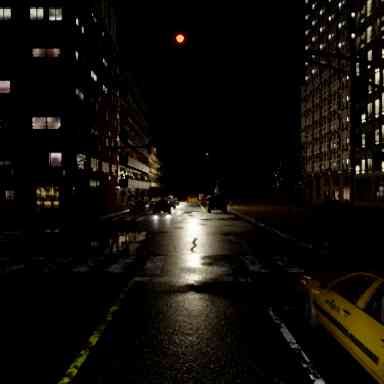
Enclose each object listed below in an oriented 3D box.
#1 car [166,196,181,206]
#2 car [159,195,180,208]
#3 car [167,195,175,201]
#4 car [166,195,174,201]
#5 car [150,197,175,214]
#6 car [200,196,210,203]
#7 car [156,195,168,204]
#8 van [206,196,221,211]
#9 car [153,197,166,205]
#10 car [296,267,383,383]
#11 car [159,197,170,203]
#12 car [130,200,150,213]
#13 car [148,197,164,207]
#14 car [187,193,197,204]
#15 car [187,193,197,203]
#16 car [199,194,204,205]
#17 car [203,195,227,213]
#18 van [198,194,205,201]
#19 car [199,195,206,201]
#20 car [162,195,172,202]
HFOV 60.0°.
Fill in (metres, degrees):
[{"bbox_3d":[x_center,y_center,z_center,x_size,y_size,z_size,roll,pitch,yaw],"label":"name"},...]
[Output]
[{"bbox_3d":[-3.053,1.526,55.611,2.128,1.511,4.902,0,0,0],"label":"car"},{"bbox_3d":[-3.095,1.568,45.418,2.033,1.411,5.357,0,0,0],"label":"car"},{"bbox_3d":[-5.707,1.644,91.647,1.887,1.381,4.507,0,0,0],"label":"car"},{"bbox_3d":[-5.706,1.612,85.951,1.752,1.417,4.829,0,0,0],"label":"car"},{"bbox_3d":[-3.127,1.559,35.290,2.033,1.411,5.357,0,0,-4],"label":"car"},{"bbox_3d":[2.676,1.602,69.542,1.887,1.381,4.507,0,0,0],"label":"car"},{"bbox_3d":[-5.704,1.488,64.014,1.967,1.590,4.097,0,0,0],"label":"car"},{"bbox_3d":[2.679,1.358,41.909,1.690,1.788,3.998,0,0,0],"label":"van"},{"bbox_3d":[-5.702,1.583,58.487,1.887,1.381,4.507,0,0,0],"label":"car"},{"bbox_3d":[2.686,1.525,4.140,1.752,1.417,4.829,0,0,0],"label":"car"},{"bbox_3d":[-5.704,1.639,69.541,1.802,1.307,4.206,0,0,0],"label":"car"},{"bbox_3d":[-5.698,1.563,36.381,2.008,1.369,4.403,0,0,0],"label":"car"},{"bbox_3d":[-5.701,1.581,52.961,2.008,1.369,4.403,0,0,0],"label":"car"},{"bbox_3d":[0.091,1.528,65.396,1.882,1.535,5.008,0,0,0],"label":"car"},{"bbox_3d":[-0.008,1.293,75.872,2.150,2.045,5.566,0,0,0],"label":"car"},{"bbox_3d":[2.677,1.354,58.488,2.192,1.841,5.009,0,0,0],"label":"car"},{"bbox_3d":[2.680,1.327,36.383,2.192,1.841,5.009,0,0,0],"label":"car"},{"bbox_3d":[2.672,1.440,91.648,1.690,1.788,3.998,0,0,0],"label":"van"},{"bbox_3d":[2.674,1.613,86.292,1.752,1.417,4.829,0,0,0],"label":"car"},{"bbox_3d":[-5.705,1.506,75.068,1.967,1.590,4.097,0,0,0],"label":"car"}]
